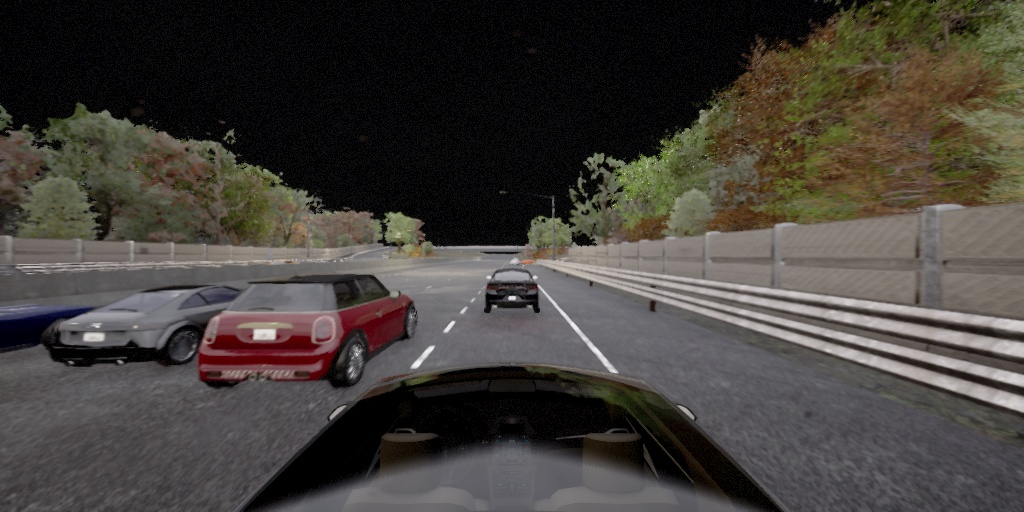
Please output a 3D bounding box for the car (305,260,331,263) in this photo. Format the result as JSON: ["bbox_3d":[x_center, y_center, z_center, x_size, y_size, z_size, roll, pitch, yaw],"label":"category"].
[{"bbox_3d":[-20.987,1.274,40.649,1.994,1.385,4.181,0,0,0],"label":"car"}]

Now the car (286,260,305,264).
[{"bbox_3d":[-24.481,1.314,43.100,1.895,1.301,4.718,0,0,0],"label":"car"}]

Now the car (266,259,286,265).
[{"bbox_3d":[-27.994,1.196,43.282,1.882,1.535,5.008,0,1,1],"label":"car"}]

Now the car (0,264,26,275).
[{"bbox_3d":[-21.087,1.083,13.194,2.097,1.767,4.553,0,0,0],"label":"car"}]

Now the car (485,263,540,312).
[{"bbox_3d":[0.007,1.206,14.056,1.882,1.535,5.008,0,0,0],"label":"car"}]

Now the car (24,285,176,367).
[{"bbox_3d":[-6.893,1.302,7.922,1.994,1.385,4.181,0,0,0],"label":"car"}]

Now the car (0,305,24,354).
[{"bbox_3d":[-10.396,1.343,6.117,1.895,1.301,4.718,0,0,0],"label":"car"}]

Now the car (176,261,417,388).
[{"bbox_3d":[-3.399,1.092,7.056,2.097,1.767,4.553,0,0,0],"label":"car"}]
